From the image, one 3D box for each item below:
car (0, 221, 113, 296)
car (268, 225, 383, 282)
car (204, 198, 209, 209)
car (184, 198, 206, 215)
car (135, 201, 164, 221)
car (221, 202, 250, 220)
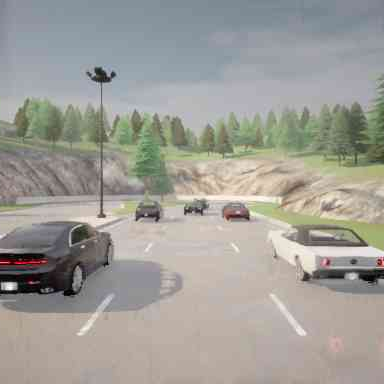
[{"bbox_3d":[-3.399,1.505,8.630,1.837,1.490,4.892,0,0,0],"label":"car"},{"bbox_3d":[3.600,1.601,9.702,1.895,1.301,4.718,0,0,0],"label":"car"},{"bbox_3d":[1.119,1.491,43.330,2.128,1.511,4.902,0,0,11],"label":"car"},{"bbox_3d":[0.201,1.601,33.802,1.895,1.301,4.718,0,0,1],"label":"car"},{"bbox_3d":[-3.396,1.491,27.091,2.128,1.511,4.902,0,0,0],"label":"car"},{"bbox_3d":[3.606,1.564,28.001,1.994,1.385,4.181,0,0,0],"label":"car"}]
